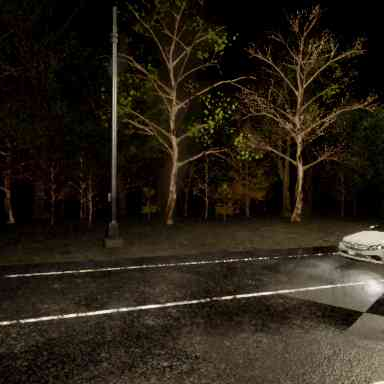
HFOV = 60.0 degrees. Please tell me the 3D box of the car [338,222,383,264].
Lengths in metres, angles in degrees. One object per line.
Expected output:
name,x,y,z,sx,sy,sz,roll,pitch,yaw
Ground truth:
car,7.177,1.614,11.102,4.674,1.442,1.812,0,0,-19
